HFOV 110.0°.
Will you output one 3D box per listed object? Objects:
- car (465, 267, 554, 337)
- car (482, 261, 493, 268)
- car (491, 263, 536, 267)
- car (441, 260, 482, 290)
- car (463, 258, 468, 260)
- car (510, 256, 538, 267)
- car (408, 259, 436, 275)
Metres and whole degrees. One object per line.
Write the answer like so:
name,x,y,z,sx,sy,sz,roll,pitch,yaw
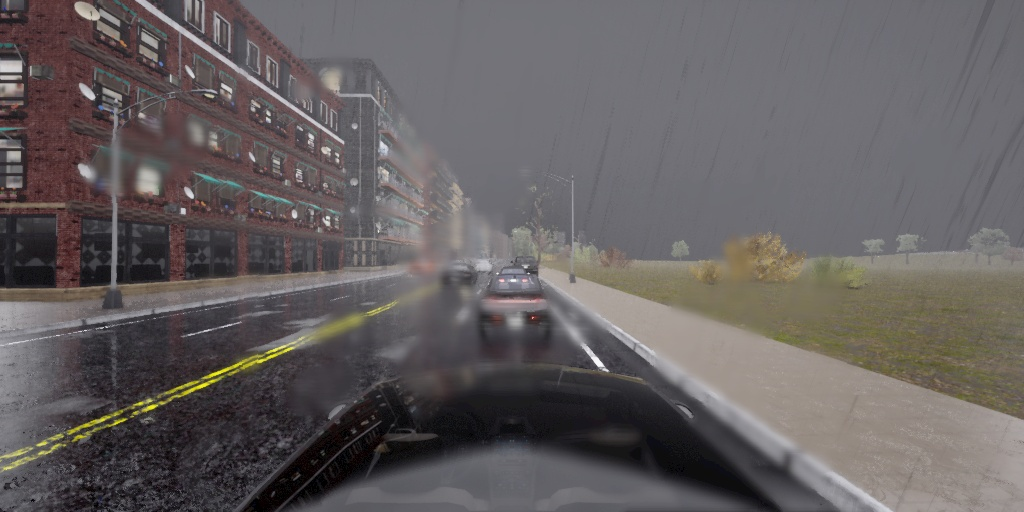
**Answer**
car,0.083,1.243,10.345,2.128,1.511,4.902,0,0,0
car,-3.233,1.279,41.655,1.812,1.442,4.674,0,0,0
car,0.065,1.300,20.785,2.033,1.411,5.357,0,0,0
car,-3.194,1.231,22.613,1.882,1.535,5.008,0,0,0
car,-6.684,1.300,40.874,2.033,1.411,5.357,0,0,0
car,1.076,0.978,30.997,2.150,2.045,5.566,0,0,0
car,-9.931,1.105,39.782,2.097,1.767,4.553,0,0,0
